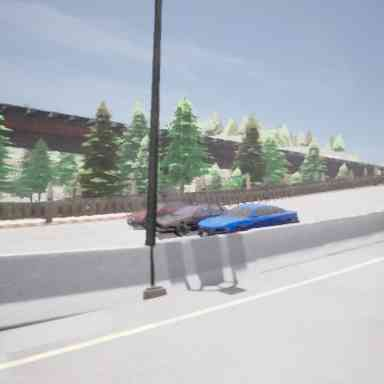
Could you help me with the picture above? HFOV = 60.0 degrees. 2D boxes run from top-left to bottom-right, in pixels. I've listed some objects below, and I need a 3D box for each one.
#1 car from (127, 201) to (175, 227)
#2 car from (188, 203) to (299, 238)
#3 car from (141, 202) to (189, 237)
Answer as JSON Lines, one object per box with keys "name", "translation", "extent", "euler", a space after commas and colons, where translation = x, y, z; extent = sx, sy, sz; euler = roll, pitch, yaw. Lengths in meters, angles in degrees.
{"name": "car", "translation": [-1.612, 1.322, 20.035], "extent": [4.674, 1.442, 1.812], "euler": [-3, 2, -35]}
{"name": "car", "translation": [2.529, 1.269, 14.390], "extent": [5.008, 1.535, 1.882], "euler": [-3, 2, -35]}
{"name": "car", "translation": [0.379, 1.345, 17.156], "extent": [5.357, 1.411, 2.033], "euler": [-3, 2, -35]}
